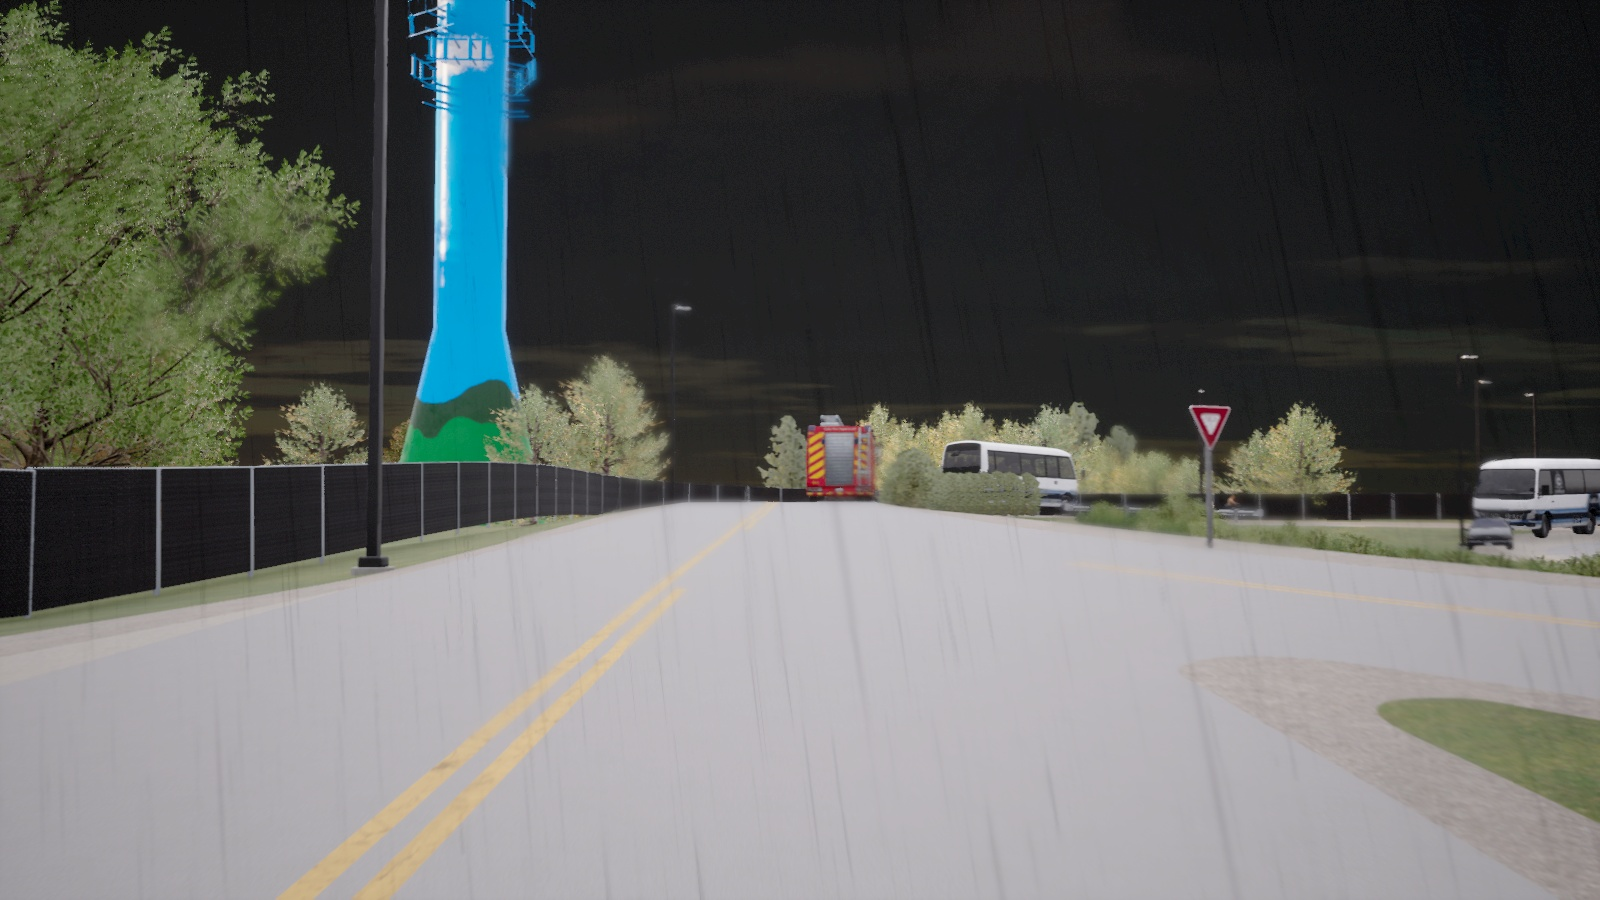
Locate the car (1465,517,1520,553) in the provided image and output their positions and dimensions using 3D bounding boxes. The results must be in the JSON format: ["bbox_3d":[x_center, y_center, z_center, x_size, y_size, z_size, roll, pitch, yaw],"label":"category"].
[{"bbox_3d":[31.617,3.862,57.279,2.033,1.411,5.357,-3,-3,30],"label":"car"}]

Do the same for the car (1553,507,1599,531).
[{"bbox_3d":[50.444,4.392,80.203,3.633,1.501,1.845,-1,-3,13],"label":"car"}]

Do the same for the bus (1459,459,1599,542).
[{"bbox_3d":[40.876,2.664,69.245,10.273,4.253,3.944,1,-1,-37],"label":"bus"}]

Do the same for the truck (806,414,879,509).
[{"bbox_3d":[2.072,0.686,57.180,2.891,3.827,8.468,0,-4,5],"label":"truck"}]

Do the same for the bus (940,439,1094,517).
[{"bbox_3d":[13.344,1.866,76.382,10.273,4.253,3.944,4,-5,-44],"label":"bus"}]
